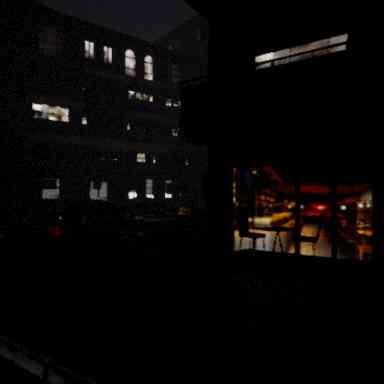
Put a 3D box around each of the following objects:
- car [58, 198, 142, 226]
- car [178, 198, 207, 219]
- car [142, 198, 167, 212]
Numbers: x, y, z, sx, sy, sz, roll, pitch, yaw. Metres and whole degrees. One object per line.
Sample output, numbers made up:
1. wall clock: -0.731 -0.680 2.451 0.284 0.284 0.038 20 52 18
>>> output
1. car: -5.946 1.230 21.267 4.892 1.490 1.837 -1 1 -39
2. car: 1.279 1.115 23.712 4.829 1.417 1.752 -1 2 -39
3. car: -4.217 1.188 30.042 4.206 1.307 1.802 -1 2 -39
